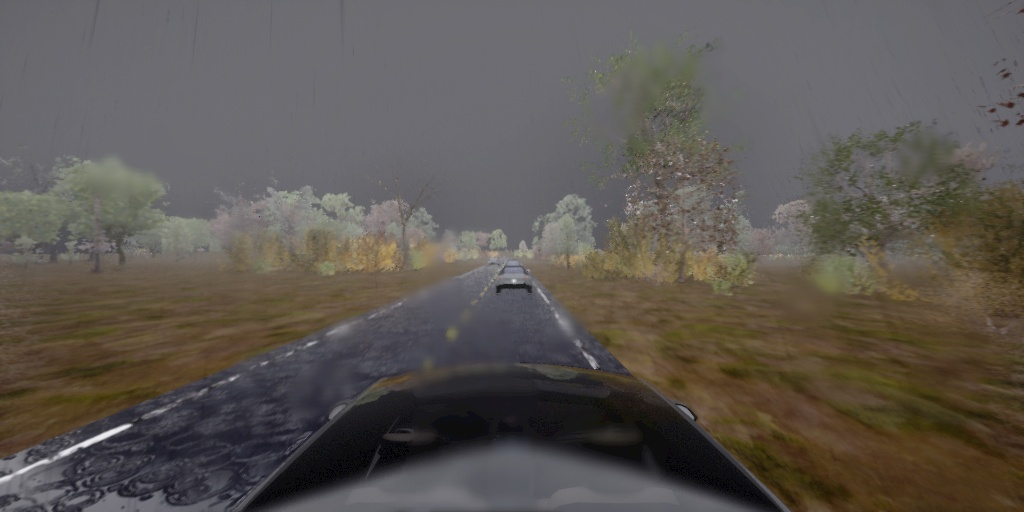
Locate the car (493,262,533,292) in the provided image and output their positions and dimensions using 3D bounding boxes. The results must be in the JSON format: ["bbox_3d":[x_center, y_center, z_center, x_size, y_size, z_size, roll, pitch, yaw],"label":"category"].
[{"bbox_3d":[0.104,1.213,20.200,1.994,1.385,4.181,0,0,0],"label":"car"}]

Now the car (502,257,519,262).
[{"bbox_3d":[0.110,1.101,38.353,2.033,1.411,5.357,0,0,0],"label":"car"}]

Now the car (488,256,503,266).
[{"bbox_3d":[-3.009,0.941,60.074,1.837,1.490,4.892,0,0,1],"label":"car"}]
